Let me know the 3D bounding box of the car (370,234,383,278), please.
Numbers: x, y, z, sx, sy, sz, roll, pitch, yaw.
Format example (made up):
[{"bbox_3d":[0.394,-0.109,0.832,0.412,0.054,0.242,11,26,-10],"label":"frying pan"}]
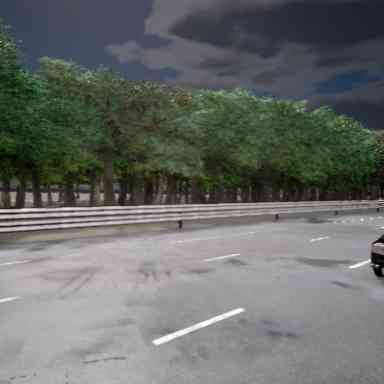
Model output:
[{"bbox_3d":[6.623,1.535,9.258,4.902,1.511,2.128,1,0,-43],"label":"car"}]
